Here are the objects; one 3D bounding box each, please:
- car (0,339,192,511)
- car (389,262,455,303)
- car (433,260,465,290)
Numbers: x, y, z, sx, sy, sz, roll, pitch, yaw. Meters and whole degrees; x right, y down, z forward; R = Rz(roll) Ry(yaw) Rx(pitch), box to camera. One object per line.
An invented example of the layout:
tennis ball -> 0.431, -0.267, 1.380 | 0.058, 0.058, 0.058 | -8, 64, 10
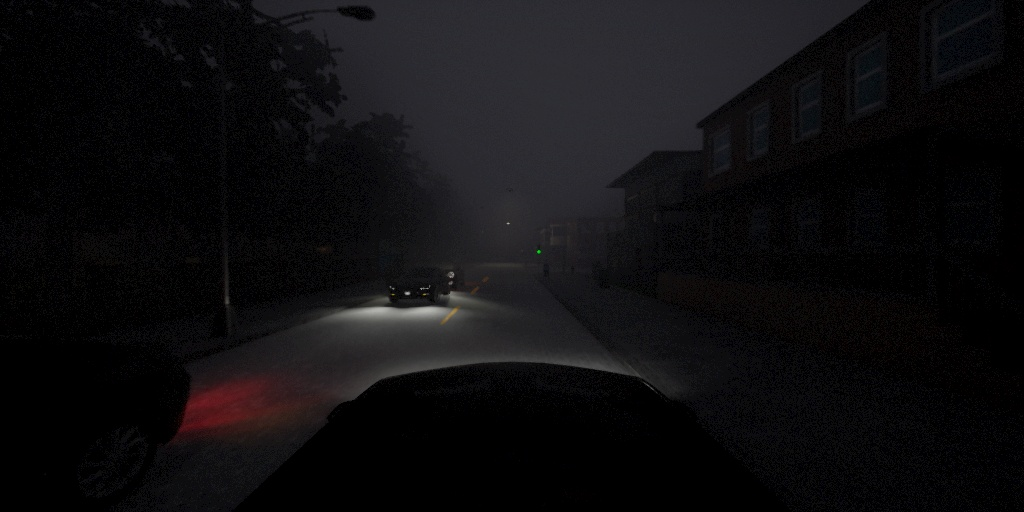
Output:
car -> -4.094, 1.269, 1.504 | 1.837, 1.490, 4.892 | 0, 0, 0
car -> -4.043, 1.198, 16.281 | 1.837, 1.490, 4.892 | 0, 0, 0
car -> -4.115, 1.018, 21.602 | 2.097, 1.767, 4.553 | 0, 0, 0
